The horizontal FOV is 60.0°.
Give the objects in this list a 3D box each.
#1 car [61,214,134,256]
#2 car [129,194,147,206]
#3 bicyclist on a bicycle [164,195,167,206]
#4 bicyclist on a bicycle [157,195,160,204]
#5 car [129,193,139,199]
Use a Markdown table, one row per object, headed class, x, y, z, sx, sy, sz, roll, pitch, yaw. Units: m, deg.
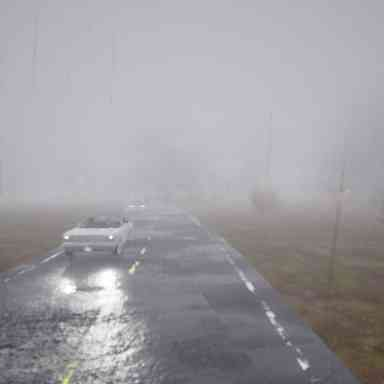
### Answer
| class | x | y | z | sx | sy | sz | roll | pitch | yaw |
| --- | --- | --- | --- | --- | --- | --- | --- | --- | --- |
| car | -3.508 | 1.571 | 13.091 | 1.895 | 1.301 | 4.718 | 0 | 0 | -3 |
| car | -8.890 | 1.239 | 54.060 | 2.097 | 1.767 | 4.553 | 0 | 0 | -11 |
| bicyclist on a bicycle | -3.893 | 1.341 | 49.038 | 0.582 | 1.620 | 1.656 | 0 | 0 | -11 |
| bicyclist on a bicycle | -5.740 | 1.326 | 57.927 | 0.582 | 1.620 | 1.656 | 0 | 0 | -13 |
| car | -15.502 | 1.171 | 89.019 | 1.882 | 1.535 | 5.008 | 0 | 0 | -20 |
